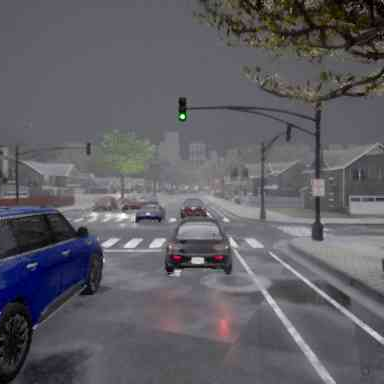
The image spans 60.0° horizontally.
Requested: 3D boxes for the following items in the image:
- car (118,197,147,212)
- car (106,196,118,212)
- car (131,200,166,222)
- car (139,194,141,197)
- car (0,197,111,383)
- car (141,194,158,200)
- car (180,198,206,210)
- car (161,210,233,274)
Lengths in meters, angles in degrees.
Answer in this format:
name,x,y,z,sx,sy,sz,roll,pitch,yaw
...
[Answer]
name,x,y,z,sx,sy,sz,roll,pitch,yaw
car,-6.593,1.555,37.366,1.895,1.301,4.718,0,0,0
car,-9.841,1.305,37.925,2.097,1.767,4.553,0,0,0
car,-3.150,1.537,25.873,1.994,1.385,4.181,0,0,0
car,-9.815,1.471,53.103,2.033,1.411,5.357,0,0,0
car,-3.153,1.217,5.468,2.150,2.045,5.566,0,0,0
car,-6.562,1.428,53.751,1.837,1.490,4.892,0,0,0
car,0.101,1.321,28.558,2.097,1.767,4.553,0,0,0
car,0.246,1.518,10.455,1.812,1.442,4.674,0,0,2
